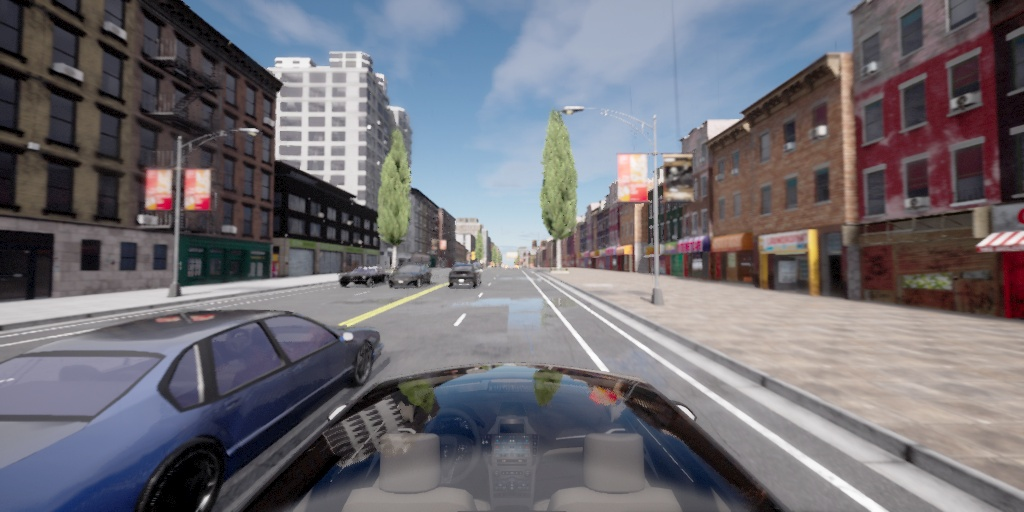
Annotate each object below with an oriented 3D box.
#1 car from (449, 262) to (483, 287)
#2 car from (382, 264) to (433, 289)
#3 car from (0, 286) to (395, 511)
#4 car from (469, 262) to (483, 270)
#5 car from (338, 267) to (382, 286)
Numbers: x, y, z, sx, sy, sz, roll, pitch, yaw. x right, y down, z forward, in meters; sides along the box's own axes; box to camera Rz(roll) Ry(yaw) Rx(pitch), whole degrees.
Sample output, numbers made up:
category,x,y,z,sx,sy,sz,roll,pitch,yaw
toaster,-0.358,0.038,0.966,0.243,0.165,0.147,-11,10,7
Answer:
category,x,y,z,sx,sy,sz,roll,pitch,yaw
car,-3.150,1.299,24.720,1.837,1.490,4.892,0,0,0
car,-6.595,1.267,23.763,1.882,1.535,5.008,0,0,0
car,-3.151,1.298,3.833,2.033,1.411,5.357,0,0,0
car,-6.507,1.801,65.043,2.033,1.411,5.357,0,-1,0
car,-9.847,1.393,24.262,1.895,1.301,4.718,0,0,0
